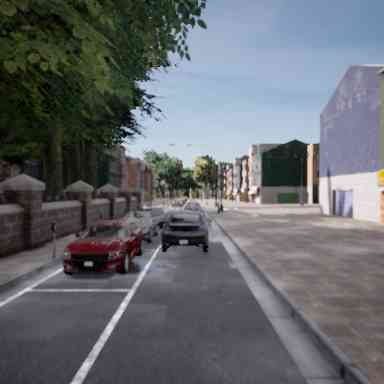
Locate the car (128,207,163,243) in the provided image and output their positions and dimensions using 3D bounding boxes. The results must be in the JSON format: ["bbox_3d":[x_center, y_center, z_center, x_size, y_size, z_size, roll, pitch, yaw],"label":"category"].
[{"bbox_3d":[-2.645,1.647,16.423,2.008,1.369,4.403,-1,0,0],"label":"car"}]

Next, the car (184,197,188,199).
[{"bbox_3d":[0.093,1.847,53.552,1.882,1.535,5.008,0,-1,0],"label":"car"}]

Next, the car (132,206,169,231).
[{"bbox_3d":[-2.645,1.699,22.111,1.947,1.339,4.313,-1,0,0],"label":"car"}]

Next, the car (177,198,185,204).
[{"bbox_3d":[-2.651,2.165,82.168,1.887,1.381,4.507,-1,-1,0],"label":"car"}]

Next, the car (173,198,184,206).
[{"bbox_3d":[-2.651,1.915,65.866,1.967,1.590,4.097,-1,0,0],"label":"car"}]

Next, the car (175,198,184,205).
[{"bbox_3d":[-2.650,2.088,71.299,1.947,1.339,4.313,-1,0,0],"label":"car"}]

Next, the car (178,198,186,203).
[{"bbox_3d":[-2.652,2.221,87.603,2.008,1.369,4.403,-1,-1,0],"label":"car"}]

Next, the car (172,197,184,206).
[{"bbox_3d":[-2.651,1.869,60.431,1.967,1.590,4.097,-1,0,0],"label":"car"}]

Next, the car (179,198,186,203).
[{"bbox_3d":[-2.652,2.266,93.037,1.887,1.381,4.507,-1,-1,0],"label":"car"}]

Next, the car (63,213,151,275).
[{"bbox_3d":[-2.644,1.606,10.734,1.887,1.381,4.507,0,0,0],"label":"car"}]

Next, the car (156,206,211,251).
[{"bbox_3d":[-0.202,1.589,14.516,1.837,1.490,4.892,0,0,2],"label":"car"}]

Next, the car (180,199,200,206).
[{"bbox_3d":[0.097,1.763,33.780,2.033,1.411,5.357,0,0,0],"label":"car"}]
